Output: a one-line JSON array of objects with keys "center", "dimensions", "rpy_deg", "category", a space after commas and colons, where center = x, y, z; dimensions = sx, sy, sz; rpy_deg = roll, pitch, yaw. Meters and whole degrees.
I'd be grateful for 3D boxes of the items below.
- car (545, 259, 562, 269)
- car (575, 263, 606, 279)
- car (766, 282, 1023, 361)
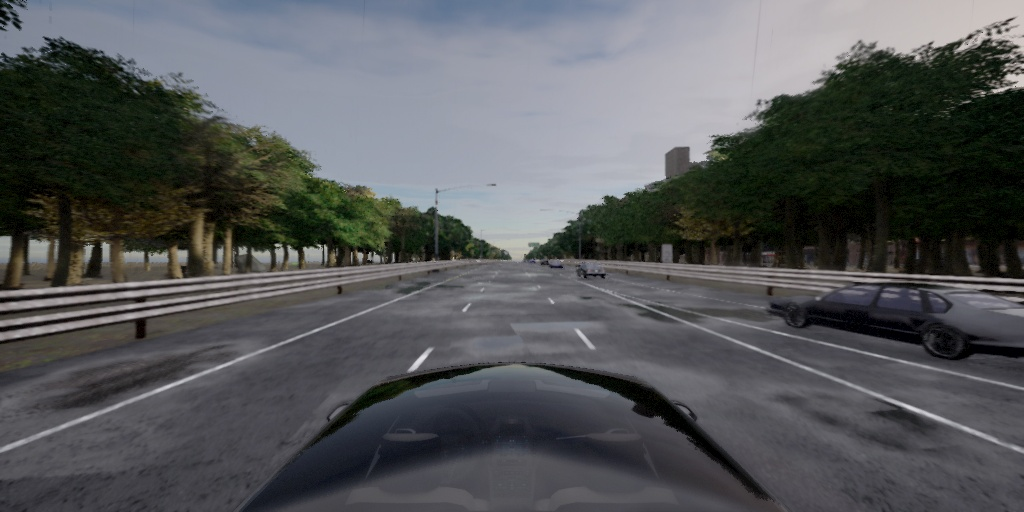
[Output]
[{"center": [7.047, 1.332, 58.752], "dimensions": [1.994, 1.385, 4.181], "rpy_deg": [0, 0, 0], "category": "car"}, {"center": [7.002, 1.290, 32.237], "dimensions": [2.033, 1.411, 5.357], "rpy_deg": [0, 0, 0], "category": "car"}, {"center": [8.946, 1.311, 8.387], "dimensions": [2.033, 1.411, 5.357], "rpy_deg": [0, 0, -11], "category": "car"}]
